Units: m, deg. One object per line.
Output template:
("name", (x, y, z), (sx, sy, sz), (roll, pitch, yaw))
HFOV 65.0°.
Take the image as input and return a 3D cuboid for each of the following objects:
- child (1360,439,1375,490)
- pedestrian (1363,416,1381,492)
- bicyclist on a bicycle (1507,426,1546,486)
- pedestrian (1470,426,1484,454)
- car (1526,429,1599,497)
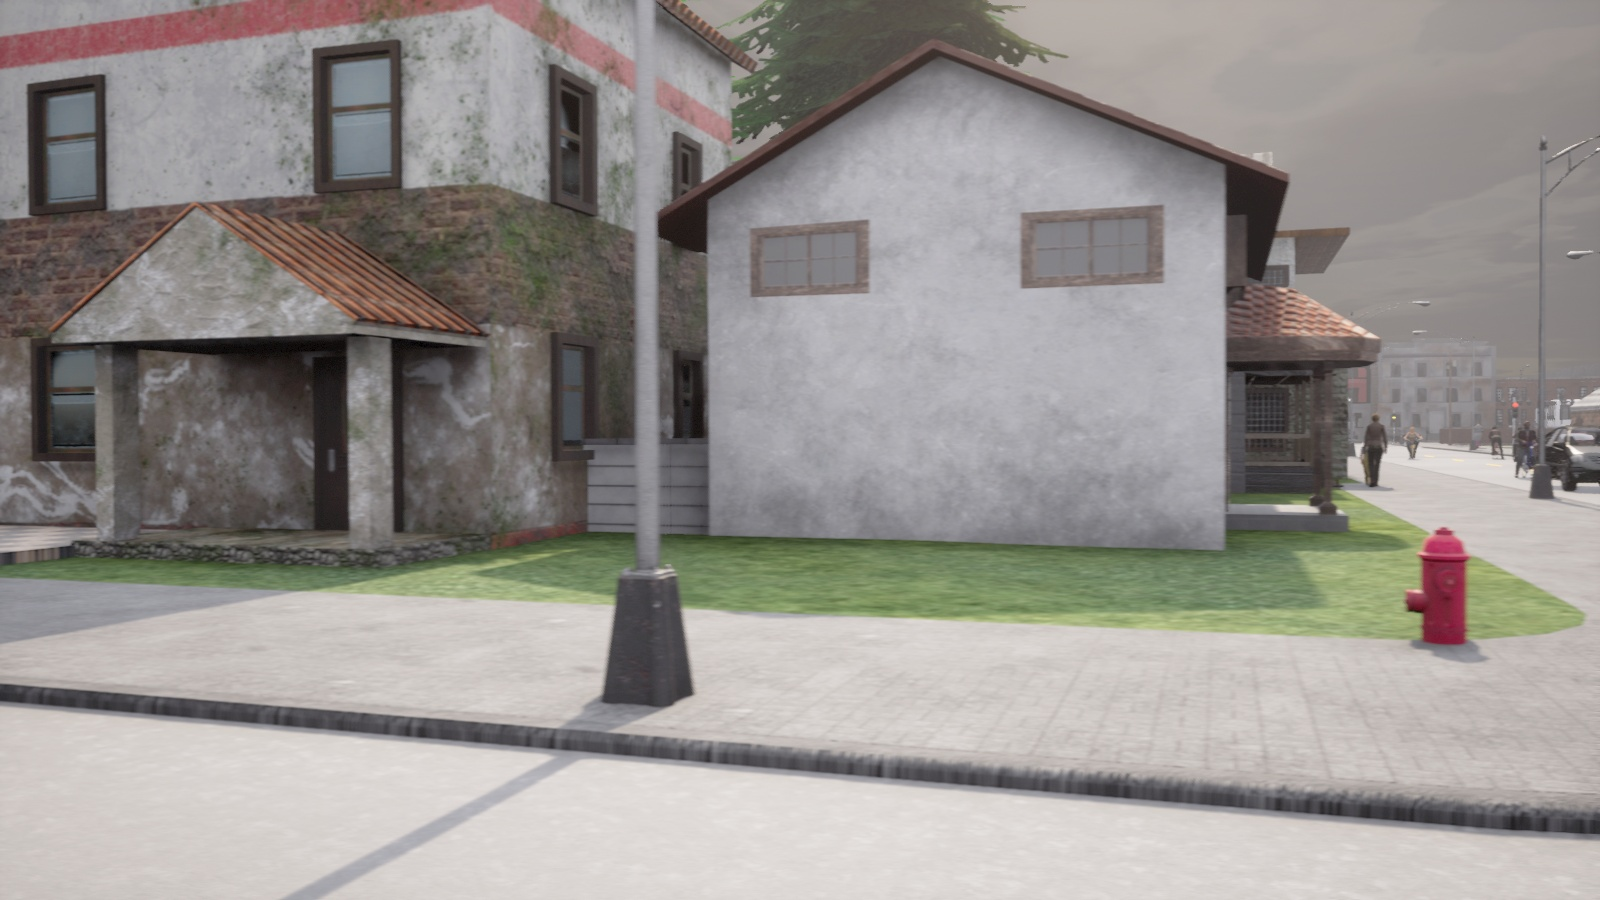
("child", (14.337, 0.362, 31.727), (0.270, 1.263, 0.437), (0, 1, 15))
("pedestrian", (14.060, 0.095, 30.862), (0.331, 1.846, 0.634), (1, 1, 20))
("bicyclist on a bicycle", (22.043, 0.169, 38.124), (0.659, 1.776, 1.843), (1, 1, 19))
("pedestrian", (47.026, -0.685, 87.203), (0.659, 1.952, 0.873), (1, 1, 18))
("car", (19.935, 0.290, 31.850), (1.851, 1.617, 3.988), (1, 1, 19))
